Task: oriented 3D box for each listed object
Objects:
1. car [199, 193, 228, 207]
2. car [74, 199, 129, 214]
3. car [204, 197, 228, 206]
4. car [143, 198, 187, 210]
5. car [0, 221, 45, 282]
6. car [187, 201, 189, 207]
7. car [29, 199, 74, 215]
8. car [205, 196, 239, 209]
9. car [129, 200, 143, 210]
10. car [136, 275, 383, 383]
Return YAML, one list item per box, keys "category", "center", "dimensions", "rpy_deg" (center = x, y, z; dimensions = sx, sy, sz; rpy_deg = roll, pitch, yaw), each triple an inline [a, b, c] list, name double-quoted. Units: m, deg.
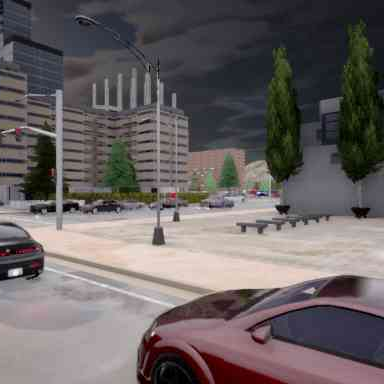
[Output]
- category: "car"
  center: [3.038, 1.360, 49.814]
  dimensions: [2.097, 1.767, 4.553]
  rpy_deg: [0, 0, 40]
- category: "car"
  center: [-9.442, 1.513, 35.098]
  dimensions: [1.837, 1.490, 4.892]
  rpy_deg: [0, 0, 40]
- category: "car"
  center: [4.075, 1.573, 56.422]
  dimensions: [1.994, 1.385, 4.181]
  rpy_deg: [0, 0, 41]
- category: "car"
  center: [-3.362, 1.500, 42.277]
  dimensions: [2.128, 1.511, 4.902]
  rpy_deg: [0, 0, 40]
- category: "car"
  center: [-5.744, 1.509, 8.889]
  dimensions: [4.892, 1.490, 1.837]
  rpy_deg: [0, 0, 40]
- category: "car"
  center: [-2.399, 1.573, 48.821]
  dimensions: [1.994, 1.385, 4.181]
  rpy_deg: [0, 0, 41]
- category: "car"
  center: [-14.299, 1.487, 34.779]
  dimensions: [1.882, 1.535, 5.008]
  rpy_deg: [0, 0, 40]
- category: "car"
  center: [4.170, 1.571, 45.449]
  dimensions: [1.994, 1.385, 4.181]
  rpy_deg: [0, 0, 40]
- category: "car"
  center: [-8.264, 1.610, 41.906]
  dimensions: [1.895, 1.301, 4.718]
  rpy_deg: [0, 0, 40]
- category: "car"
  center: [1.425, 1.564, 3.223]
  dimensions: [4.181, 1.385, 1.994]
  rpy_deg: [0, 0, 37]
